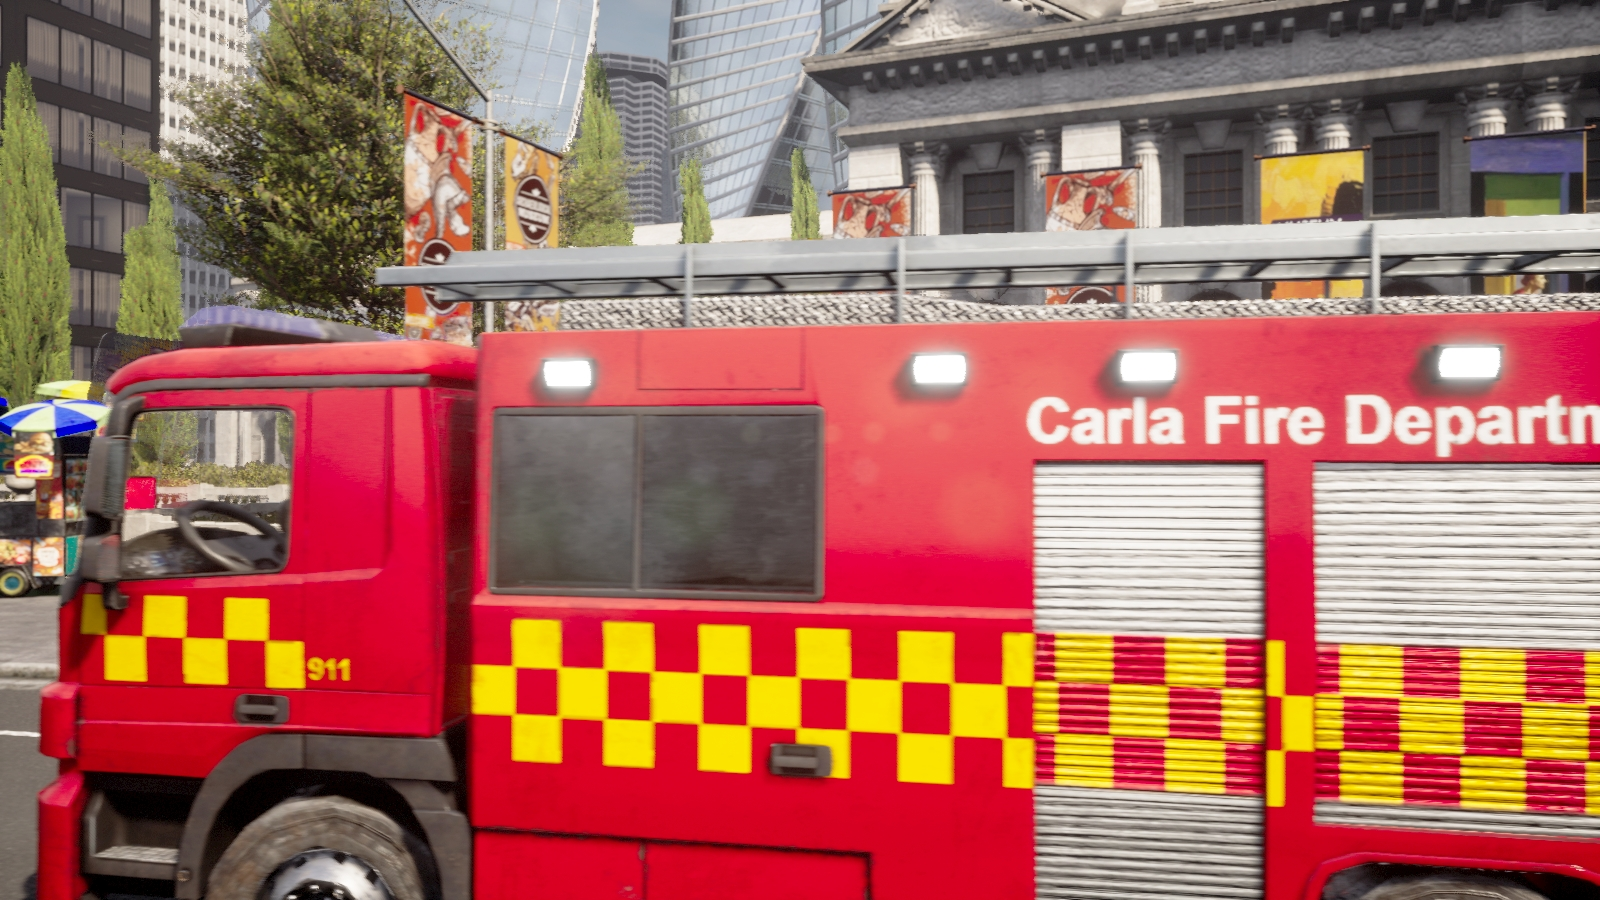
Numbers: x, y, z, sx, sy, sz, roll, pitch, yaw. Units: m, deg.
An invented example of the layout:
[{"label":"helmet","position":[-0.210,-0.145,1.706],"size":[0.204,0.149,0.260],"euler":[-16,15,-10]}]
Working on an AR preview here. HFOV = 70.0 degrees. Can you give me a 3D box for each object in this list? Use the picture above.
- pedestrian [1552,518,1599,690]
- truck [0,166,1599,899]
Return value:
[{"label":"pedestrian","position":[8.657,1.695,12.716],"size":[0.375,1.860,0.375],"euler":[0,0,15]},{"label":"truck","position":[0.151,0.891,6.092],"size":[8.468,3.827,2.891],"euler":[0,0,11]}]
